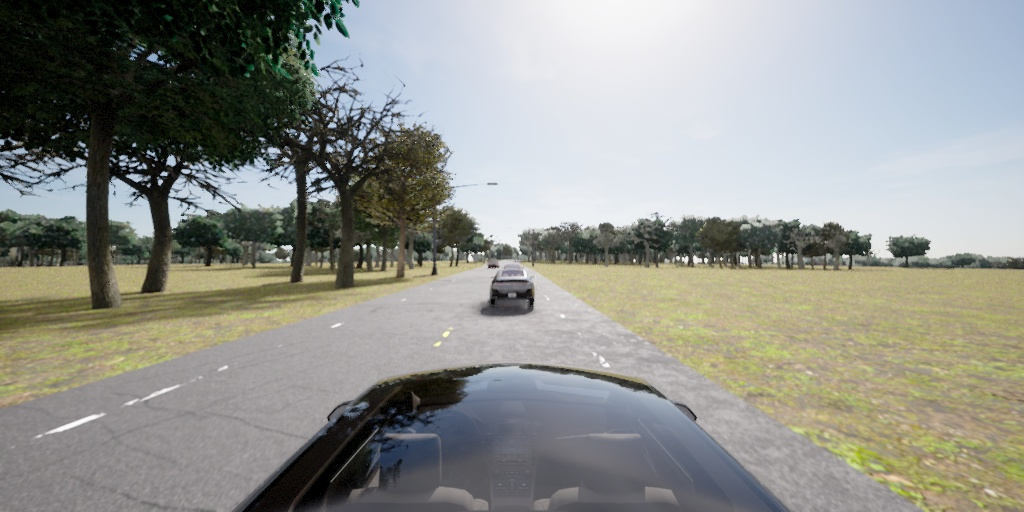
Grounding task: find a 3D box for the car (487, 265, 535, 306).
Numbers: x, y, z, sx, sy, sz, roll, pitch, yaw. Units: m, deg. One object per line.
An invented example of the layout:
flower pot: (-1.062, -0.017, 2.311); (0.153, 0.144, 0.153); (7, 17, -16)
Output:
car: (0.015, 1.320, 16.101); (2.128, 1.511, 4.902); (-1, -1, 0)
